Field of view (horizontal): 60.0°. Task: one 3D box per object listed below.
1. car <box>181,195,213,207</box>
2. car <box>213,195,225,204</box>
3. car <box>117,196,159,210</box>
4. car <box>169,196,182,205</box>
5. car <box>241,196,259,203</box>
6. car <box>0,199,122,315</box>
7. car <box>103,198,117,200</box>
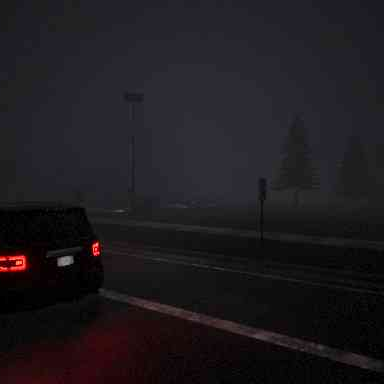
[{"bbox_3d":[0.916,1.504,52.522,1.837,1.490,4.892,0,0,35],"label":"car"},{"bbox_3d":[4.411,1.351,63.567,2.097,1.767,4.553,0,0,35],"label":"car"},{"bbox_3d":[-6.412,1.547,42.027,2.033,1.411,5.357,0,0,35],"label":"car"},{"bbox_3d":[-2.119,1.506,60.374,1.837,1.490,4.892,0,0,35],"label":"car"},{"bbox_3d":[11.868,1.547,68.053,2.033,1.411,5.357,0,0,35],"label":"car"},{"bbox_3d":[-4.269,1.221,6.995,5.566,2.045,2.150,0,0,35],"label":"car"},{"bbox_3d":[-11.860,1.526,46.416,1.812,1.442,4.674,0,0,35],"label":"car"}]
